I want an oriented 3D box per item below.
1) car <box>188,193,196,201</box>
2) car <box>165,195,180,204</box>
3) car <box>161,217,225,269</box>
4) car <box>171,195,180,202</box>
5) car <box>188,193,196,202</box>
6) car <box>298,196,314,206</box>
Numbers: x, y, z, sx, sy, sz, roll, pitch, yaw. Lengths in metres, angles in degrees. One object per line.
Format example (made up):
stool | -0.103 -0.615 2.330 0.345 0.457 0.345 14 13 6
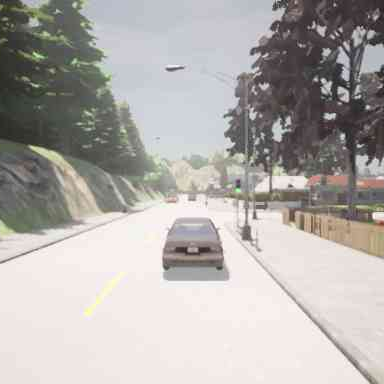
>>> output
car | 0.011 1.219 89.065 2.150 2.045 5.566 0 0 0
car | -4.010 1.355 64.973 2.097 1.767 4.553 0 0 0
car | 0.045 1.548 11.134 2.033 1.411 5.357 0 0 0
car | -3.990 1.522 80.431 1.812 1.442 4.674 0 0 0
car | 0.010 1.546 79.161 1.994 1.385 4.181 0 0 0
car | 15.792 1.303 47.304 1.994 1.381 4.181 0 0 0
